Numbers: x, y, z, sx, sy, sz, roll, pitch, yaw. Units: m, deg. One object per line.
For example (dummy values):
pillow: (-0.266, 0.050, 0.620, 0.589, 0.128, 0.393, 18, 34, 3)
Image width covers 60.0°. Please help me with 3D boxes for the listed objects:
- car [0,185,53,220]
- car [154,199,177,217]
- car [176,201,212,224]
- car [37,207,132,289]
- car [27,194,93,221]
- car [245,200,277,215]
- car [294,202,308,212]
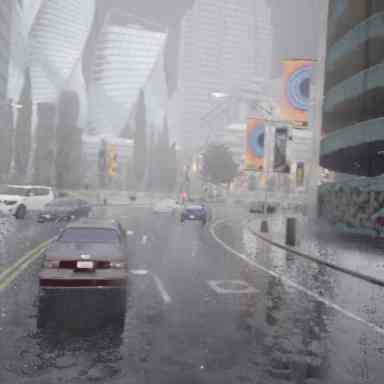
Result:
car: (-10.805, 0.566, 21.137, 2.150, 2.045, 5.566, 3, 0, 4)
car: (-1.938, 1.397, 30.101, 1.812, 1.442, 4.674, 3, 0, 17)
car: (0.386, 1.538, 24.991, 1.812, 1.442, 4.674, 3, 0, 10)
car: (-2.568, 1.390, 8.741, 2.033, 1.411, 5.357, 3, 0, -13)
car: (-7.350, 1.057, 19.651, 1.837, 1.490, 4.892, 3, 0, 2)
car: (9.062, 2.088, 41.969, 1.994, 1.385, 4.181, 3, 0, 43)
car: (19.937, 2.516, 57.486, 4.553, 1.767, 2.097, 3, 0, -19)
